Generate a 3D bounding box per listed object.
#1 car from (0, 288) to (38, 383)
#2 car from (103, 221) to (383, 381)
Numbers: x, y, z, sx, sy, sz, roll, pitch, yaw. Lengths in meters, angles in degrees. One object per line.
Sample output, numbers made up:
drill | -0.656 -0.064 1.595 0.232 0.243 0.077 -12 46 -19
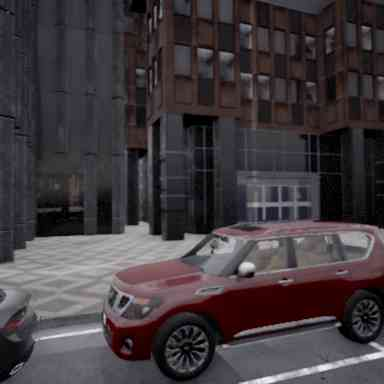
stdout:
car | -4.146 1.722 3.698 4.403 1.369 2.008 0 -2 -20
car | 1.123 1.475 5.619 5.009 1.841 2.192 0 -2 -20
